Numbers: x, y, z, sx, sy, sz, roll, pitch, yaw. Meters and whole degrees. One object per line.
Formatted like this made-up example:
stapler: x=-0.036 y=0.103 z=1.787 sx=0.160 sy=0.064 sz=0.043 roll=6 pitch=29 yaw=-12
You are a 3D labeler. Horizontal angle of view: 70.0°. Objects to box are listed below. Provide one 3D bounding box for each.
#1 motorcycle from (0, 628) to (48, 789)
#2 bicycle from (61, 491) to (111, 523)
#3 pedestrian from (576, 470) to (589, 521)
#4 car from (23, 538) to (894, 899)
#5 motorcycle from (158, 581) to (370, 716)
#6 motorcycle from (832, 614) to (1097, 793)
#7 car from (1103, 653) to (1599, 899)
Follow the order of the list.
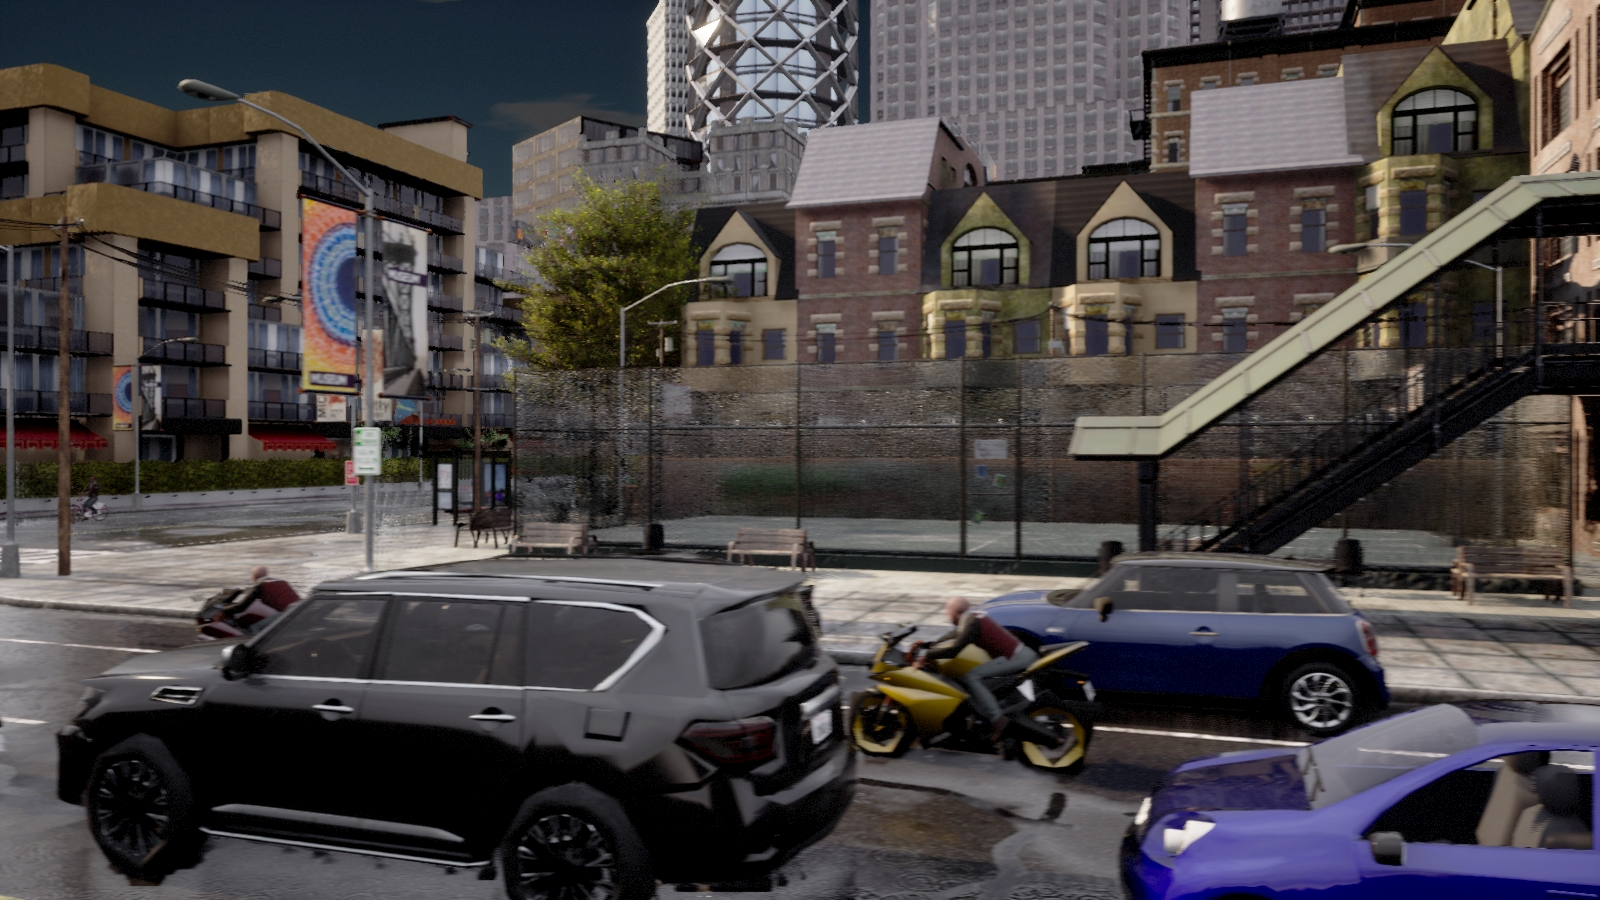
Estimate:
motorcycle: x=-7.465 y=2.182 z=9.742 sx=1.805 sy=1.236 sz=0.856 roll=0 pitch=0 yaw=20
bicycle: x=-27.720 y=2.210 z=44.356 sx=0.329 sy=1.171 sz=1.835 roll=0 pitch=0 yaw=20
pedestrian: x=-8.143 y=1.696 z=42.750 sx=0.375 sy=1.860 sz=0.375 roll=0 pitch=0 yaw=6
car: x=-2.332 y=1.780 z=7.875 sx=5.566 sy=2.045 sz=2.150 roll=0 pitch=0 yaw=20
motorcycle: x=-6.077 y=2.205 z=12.962 sx=2.209 sy=1.251 sz=0.867 roll=0 pitch=0 yaw=20
motorcycle: x=1.474 y=2.205 z=10.211 sx=2.209 sy=1.251 sz=0.867 roll=0 pitch=0 yaw=20
car: x=3.486 y=2.038 z=5.751 sx=3.633 sy=1.501 sz=1.845 roll=0 pitch=0 yaw=20
